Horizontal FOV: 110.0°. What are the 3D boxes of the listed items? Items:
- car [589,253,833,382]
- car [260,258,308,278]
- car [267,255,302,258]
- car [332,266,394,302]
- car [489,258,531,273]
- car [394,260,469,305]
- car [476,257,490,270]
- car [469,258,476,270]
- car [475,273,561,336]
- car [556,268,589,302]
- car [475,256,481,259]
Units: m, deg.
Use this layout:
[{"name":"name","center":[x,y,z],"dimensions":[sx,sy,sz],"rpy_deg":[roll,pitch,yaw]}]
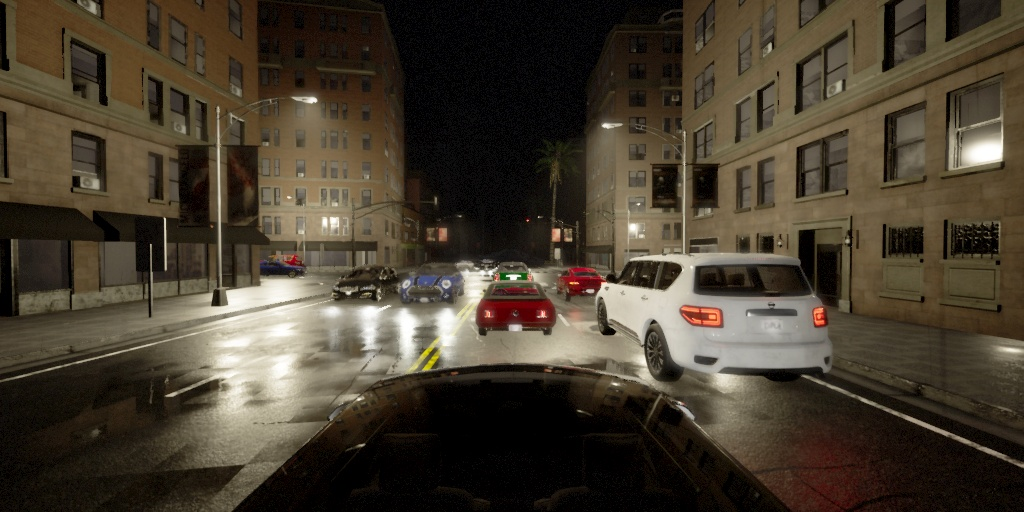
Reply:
[{"name":"car","center":[3.328,0.970,7.291],"dimensions":[2.150,2.045,5.566],"rpy_deg":[0,0,0]},{"name":"car","center":[-20.517,1.145,31.353],"dimensions":[4.674,1.442,1.812],"rpy_deg":[0,1,-9]},{"name":"car","center":[-23.970,0.832,36.668],"dimensions":[5.009,1.841,2.192],"rpy_deg":[0,0,-9]},{"name":"car","center":[-6.631,1.251,16.953],"dimensions":[1.837,1.490,4.892],"rpy_deg":[0,0,0]},{"name":"car","center":[-0.003,1.097,19.369],"dimensions":[2.097,1.767,4.553],"rpy_deg":[0,0,-2]},{"name":"car","center":[-3.379,1.098,16.029],"dimensions":[2.097,1.767,4.553],"rpy_deg":[0,0,0]},{"name":"car","center":[-3.453,1.230,51.329],"dimensions":[2.128,1.511,4.902],"rpy_deg":[0,0,0]},{"name":"car","center":[-6.703,1.340,51.612],"dimensions":[1.895,1.301,4.718],"rpy_deg":[0,0,3]},{"name":"car","center":[0.081,1.349,10.376],"dimensions":[1.895,1.301,4.718],"rpy_deg":[0,0,0]},{"name":"car","center":[3.218,1.272,16.978],"dimensions":[1.812,1.442,4.674],"rpy_deg":[0,0,0]},{"name":"car","center":[-6.705,1.213,62.039],"dimensions":[1.882,1.535,5.008],"rpy_deg":[0,0,0]}]
